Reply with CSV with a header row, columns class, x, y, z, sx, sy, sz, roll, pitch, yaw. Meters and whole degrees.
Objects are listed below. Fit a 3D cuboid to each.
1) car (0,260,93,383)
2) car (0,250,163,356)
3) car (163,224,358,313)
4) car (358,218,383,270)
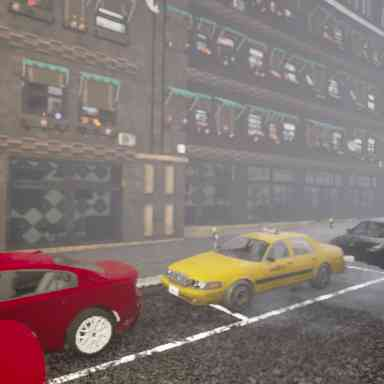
class,x,y,z,sx,sy,sz,roll,pitch,yaw
car,-3.142,1.476,1.137,5.008,1.535,1.882,0,0,-35
car,-2.867,1.546,4.456,4.507,1.381,1.887,0,1,-35
car,1.623,1.531,7.658,4.829,1.417,1.752,0,1,-35
car,6.389,1.576,11.057,4.313,1.339,1.947,0,1,-35
